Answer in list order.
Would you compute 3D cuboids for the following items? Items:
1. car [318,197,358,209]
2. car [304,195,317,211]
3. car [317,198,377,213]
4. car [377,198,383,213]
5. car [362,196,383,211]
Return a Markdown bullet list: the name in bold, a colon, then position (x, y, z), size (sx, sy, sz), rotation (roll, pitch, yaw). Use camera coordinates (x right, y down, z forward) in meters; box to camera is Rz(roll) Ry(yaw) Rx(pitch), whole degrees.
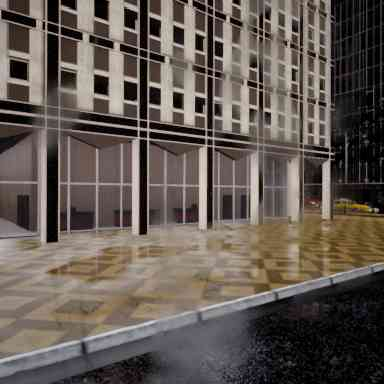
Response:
- **car**: position (19.225, 1.438, 43.819), size (2.008, 1.369, 4.403), rotation (1, 0, -36)
- **car**: position (12.322, 1.171, 38.729), size (2.192, 1.841, 5.009), rotation (1, 0, -36)
- **car**: position (15.766, 1.415, 34.004), size (1.752, 1.417, 4.829), rotation (1, 0, -36)
- **car**: position (20.040, 1.423, 32.782), size (1.837, 1.490, 4.892), rotation (0, 1, -36)
- **car**: position (22.620, 1.361, 39.268), size (1.967, 1.590, 4.097), rotation (1, 0, -36)
